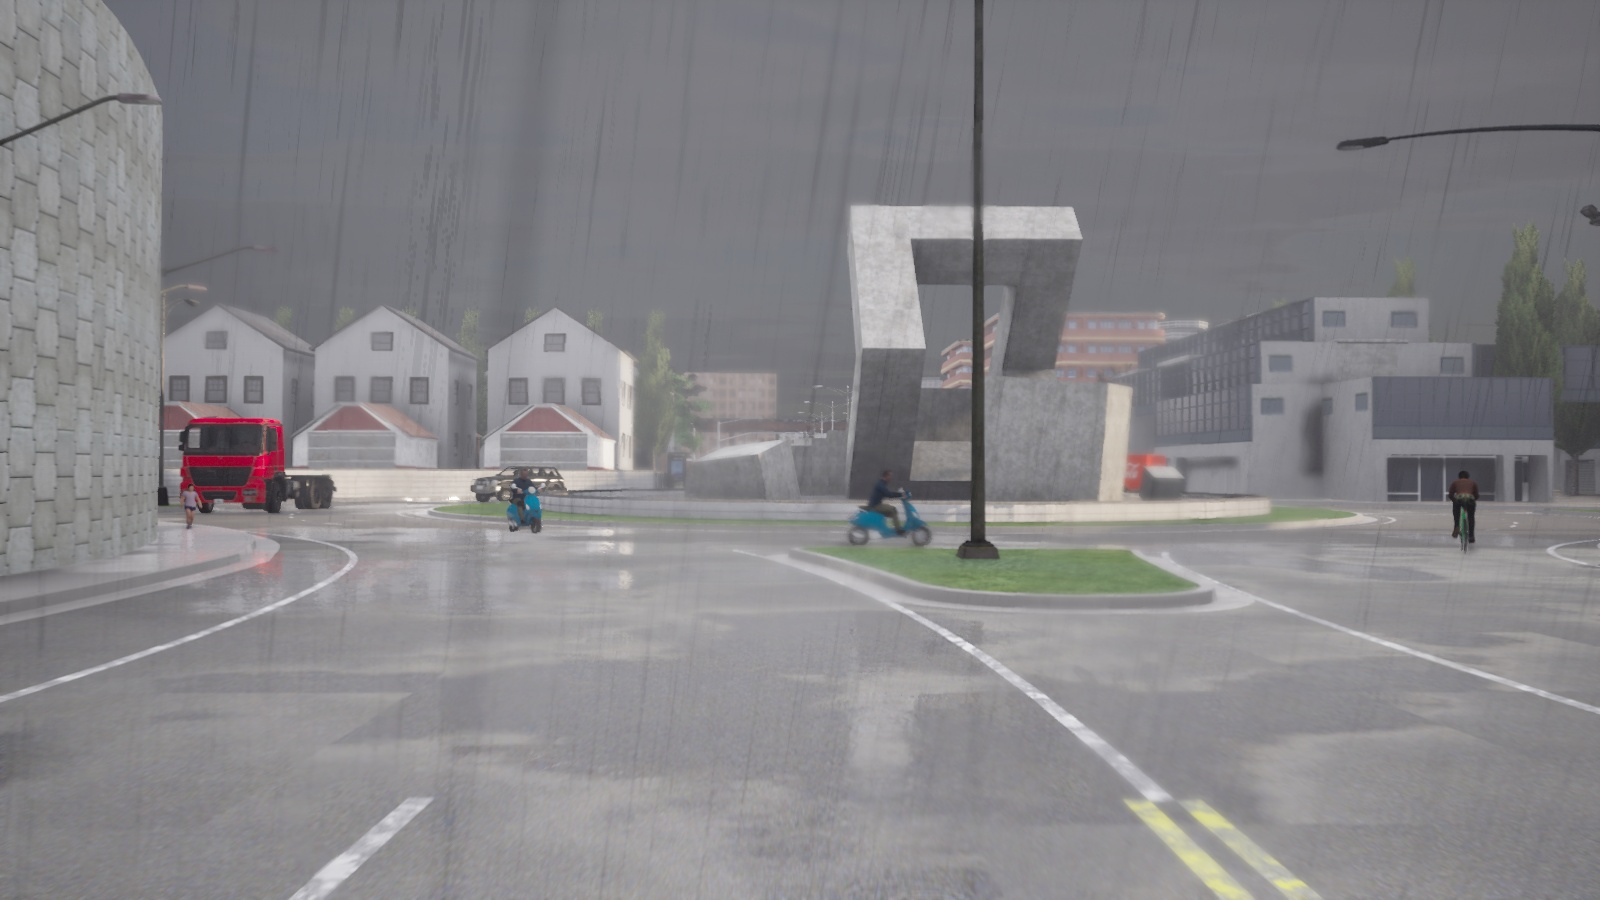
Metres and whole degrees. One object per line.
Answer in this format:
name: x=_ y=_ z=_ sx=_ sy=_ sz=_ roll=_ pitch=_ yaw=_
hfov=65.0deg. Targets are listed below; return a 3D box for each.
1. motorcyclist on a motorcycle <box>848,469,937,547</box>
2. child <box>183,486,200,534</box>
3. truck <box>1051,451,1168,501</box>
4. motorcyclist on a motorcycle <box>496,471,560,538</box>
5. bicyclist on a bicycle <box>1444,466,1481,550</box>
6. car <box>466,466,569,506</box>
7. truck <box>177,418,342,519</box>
motorcyclist on a motorcycle: x=1.929 y=1.199 z=26.179 sx=1.817 sy=1.590 sz=0.866 roll=0 pitch=-2 yaw=5
child: x=-14.203 y=1.397 z=29.311 sx=0.255 sy=1.110 sz=0.394 roll=1 pitch=-1 yaw=-41
truck: x=15.877 y=1.346 z=64.580 sx=5.204 sy=2.467 sz=2.627 roll=-1 pitch=-2 yaw=43
motorcyclist on a motorcycle: x=-6.701 y=1.311 z=30.850 sx=0.866 sy=1.590 sz=1.817 roll=0 pitch=-1 yaw=-36
bicyclist on a bicycle: x=13.279 y=1.137 z=25.200 sx=0.582 sy=1.620 sz=1.656 roll=0 pitch=-1 yaw=25
car: x=-13.444 y=1.688 z=59.902 sx=1.932 sy=1.855 sz=4.605 roll=-1 pitch=-1 yaw=39
truck: x=-19.915 y=0.697 z=46.878 sx=2.891 sy=3.462 sz=7.936 roll=0 pitch=-1 yaw=-2
